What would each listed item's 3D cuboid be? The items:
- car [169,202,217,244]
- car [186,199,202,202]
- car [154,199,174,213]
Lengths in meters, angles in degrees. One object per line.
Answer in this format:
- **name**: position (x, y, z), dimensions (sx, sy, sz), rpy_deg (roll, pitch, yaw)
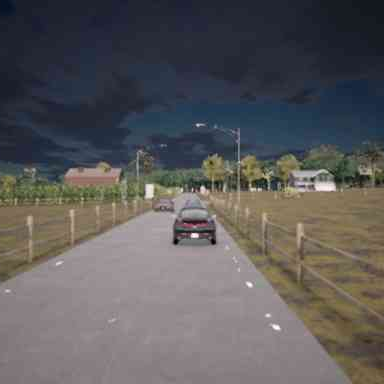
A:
- **car**: position (0.104, 1.447, 15.414), dimensions (1.837, 1.490, 4.892), rpy_deg (0, 0, 0)
- **car**: position (0.109, 1.406, 33.075), dimensions (1.994, 1.385, 4.181), rpy_deg (0, 0, 0)
- **car**: position (-2.828, 1.396, 34.615), dimensions (1.994, 1.385, 4.181), rpy_deg (0, 0, 0)
